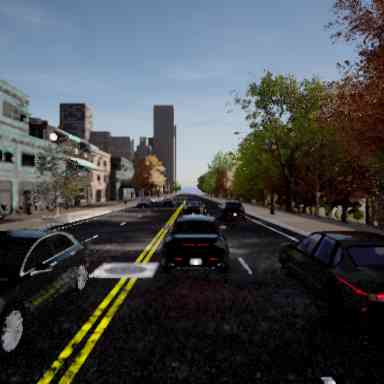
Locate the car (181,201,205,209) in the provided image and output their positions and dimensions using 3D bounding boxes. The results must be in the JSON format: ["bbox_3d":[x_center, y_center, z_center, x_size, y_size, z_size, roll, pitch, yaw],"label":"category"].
[{"bbox_3d":[0.098,1.493,28.153,2.128,1.511,4.902,0,0,0],"label":"car"}]

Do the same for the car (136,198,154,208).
[{"bbox_3d":[-6.586,1.549,47.253,2.033,1.411,5.357,0,0,0],"label":"car"}]

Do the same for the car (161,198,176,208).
[{"bbox_3d":[-3.331,1.566,48.518,1.994,1.385,4.181,0,0,0],"label":"car"}]

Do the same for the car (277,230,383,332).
[{"bbox_3d":[3.351,1.548,7.180,2.033,1.411,5.357,0,0,0],"label":"car"}]

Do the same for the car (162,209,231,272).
[{"bbox_3d":[0.098,1.505,10.772,1.837,1.490,4.892,0,0,0],"label":"car"}]

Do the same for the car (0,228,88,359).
[{"bbox_3d":[-3.351,1.505,6.024,1.837,1.490,4.892,0,0,0],"label":"car"}]

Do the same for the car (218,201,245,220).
[{"bbox_3d":[3.348,1.506,28.277,1.837,1.490,4.892,0,0,0],"label":"car"}]
